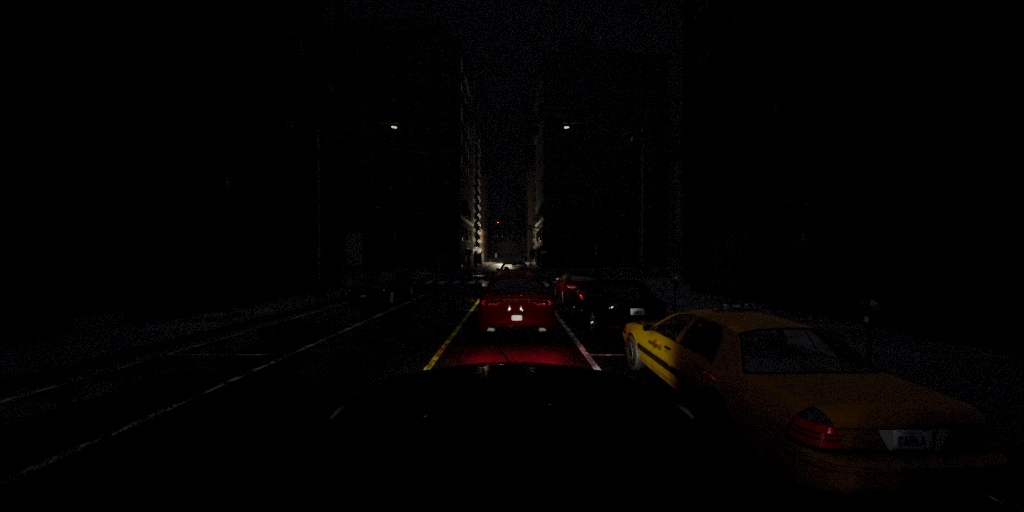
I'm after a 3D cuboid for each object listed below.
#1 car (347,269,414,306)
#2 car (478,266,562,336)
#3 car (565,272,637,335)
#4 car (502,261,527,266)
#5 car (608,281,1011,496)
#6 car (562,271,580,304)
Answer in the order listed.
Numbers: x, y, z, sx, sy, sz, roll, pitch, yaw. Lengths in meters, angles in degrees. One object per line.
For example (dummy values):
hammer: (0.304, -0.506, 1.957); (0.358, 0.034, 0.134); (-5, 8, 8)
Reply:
car: (-5.651, 1.291, 15.883); (1.888, 1.381, 4.507); (0, 0, 0)
car: (0.109, 1.225, 10.466); (1.882, 1.535, 5.008); (0, 0, 0)
car: (2.885, 1.313, 10.286); (1.948, 1.339, 4.313); (0, 0, 0)
car: (0.125, 1.096, 20.795); (2.097, 1.767, 4.553); (0, 0, 0)
car: (2.876, 1.274, 4.870); (1.751, 1.417, 4.829); (0, 0, 0)
car: (2.895, 1.327, 15.872); (1.802, 1.307, 4.207); (0, 0, 0)
